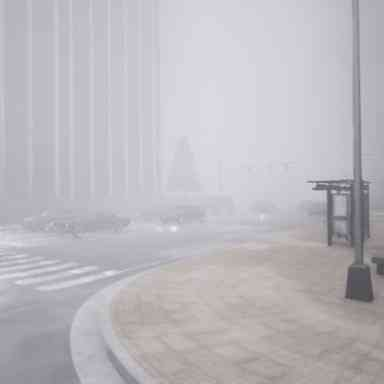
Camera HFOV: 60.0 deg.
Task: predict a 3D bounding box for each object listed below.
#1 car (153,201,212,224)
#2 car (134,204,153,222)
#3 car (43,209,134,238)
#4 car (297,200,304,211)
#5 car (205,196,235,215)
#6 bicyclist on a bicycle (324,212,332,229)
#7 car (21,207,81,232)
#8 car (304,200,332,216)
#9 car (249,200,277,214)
[{"bbox_3d":[-0.680,1.754,27.240,1.837,1.490,4.892,-1,0,36],"label":"car"},{"bbox_3d":[-3.314,1.781,29.575,2.128,1.511,4.902,-1,0,36],"label":"car"},{"bbox_3d":[-5.991,1.848,19.833,1.895,1.301,4.718,-1,0,36],"label":"car"},{"bbox_3d":[15.181,1.782,43.816,1.994,1.385,4.181,-1,0,28],"label":"car"},{"bbox_3d":[2.870,1.513,38.163,2.150,2.045,5.566,-1,0,36],"label":"car"},{"bbox_3d":[8.731,1.412,19.816,1.656,1.620,0.582,-1,-1,36],"label":"bicyclist on a bicycle"},{"bbox_3d":[-8.693,1.792,22.077,1.837,1.490,4.892,-1,0,36],"label":"car"},{"bbox_3d":[13.601,1.734,34.820,1.994,1.385,4.181,-1,-1,36],"label":"car"},{"bbox_3d":[8.664,1.760,40.169,1.837,1.490,4.892,-1,-1,36],"label":"car"}]
